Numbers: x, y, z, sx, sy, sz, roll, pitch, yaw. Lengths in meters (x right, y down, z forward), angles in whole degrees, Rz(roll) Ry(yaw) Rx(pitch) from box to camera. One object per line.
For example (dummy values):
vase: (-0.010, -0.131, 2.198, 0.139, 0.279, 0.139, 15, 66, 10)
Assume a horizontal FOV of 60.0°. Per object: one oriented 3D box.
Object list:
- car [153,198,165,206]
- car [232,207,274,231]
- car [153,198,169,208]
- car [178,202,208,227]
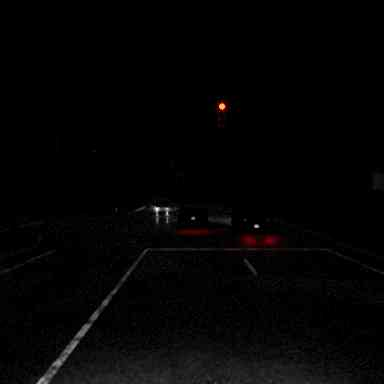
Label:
car: (-6.551, 1.922, 65.569, 1.812, 1.442, 4.674, 0, -1, -11)
car: (3.577, 1.575, 20.554, 1.895, 1.301, 4.718, 0, 0, 0)
car: (-4.462, 1.617, 49.669, 1.812, 1.442, 4.674, 0, -1, -5)
car: (0.077, 1.449, 22.818, 1.882, 1.535, 5.008, 0, 0, 0)
